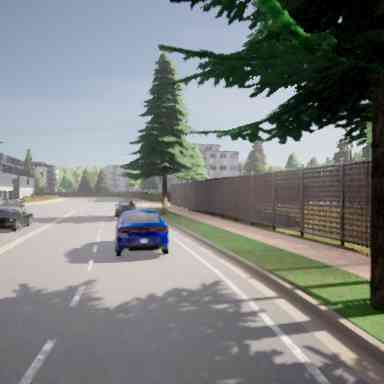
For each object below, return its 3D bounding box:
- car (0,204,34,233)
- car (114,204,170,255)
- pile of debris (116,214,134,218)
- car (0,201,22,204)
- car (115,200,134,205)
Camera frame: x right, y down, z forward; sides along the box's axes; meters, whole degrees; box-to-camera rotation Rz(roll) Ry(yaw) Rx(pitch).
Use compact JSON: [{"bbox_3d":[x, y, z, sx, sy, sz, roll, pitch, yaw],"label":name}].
[{"bbox_3d":[-10.882,1.596,19.714,1.895,1.301,4.718,0,0,-13],"label":"car"},{"bbox_3d":[-2.094,1.455,13.389,1.882,1.535,5.008,0,0,-12],"label":"car"},{"bbox_3d":[-5.993,2.131,29.803,1.500,0.140,1.860,0,0,-13],"label":"pile of debris"},{"bbox_3d":[-17.293,1.539,31.645,2.033,1.411,5.357,0,0,-13],"label":"car"},{"bbox_3d":[-5.908,1.481,29.817,1.812,1.442,4.674,0,0,-13],"label":"car"}]
